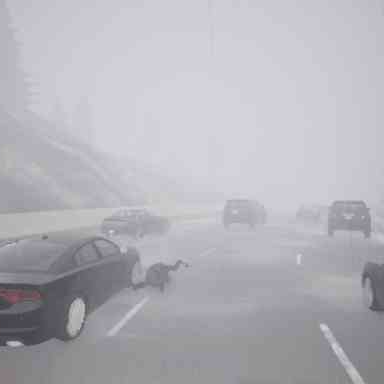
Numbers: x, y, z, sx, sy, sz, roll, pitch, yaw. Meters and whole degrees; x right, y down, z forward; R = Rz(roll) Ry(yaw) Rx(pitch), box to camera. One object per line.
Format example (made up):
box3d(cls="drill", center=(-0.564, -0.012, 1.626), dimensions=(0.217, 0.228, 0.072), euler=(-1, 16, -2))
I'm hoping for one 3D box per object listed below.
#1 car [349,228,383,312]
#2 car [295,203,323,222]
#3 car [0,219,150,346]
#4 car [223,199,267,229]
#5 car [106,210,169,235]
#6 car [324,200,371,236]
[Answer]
box3d(cls="car", center=(4.195, 1.552, 4.881), dimensions=(1.882, 1.535, 5.008), euler=(0, -2, 8))
box3d(cls="car", center=(10.845, 1.947, 31.060), dimensions=(1.812, 1.442, 4.674), euler=(0, -1, 26))
box3d(cls="car", center=(-2.519, 1.568, 6.752), dimensions=(1.882, 1.535, 5.008), euler=(0, -1, 8))
box3d(cls="car", center=(4.062, 1.549, 25.024), dimensions=(2.150, 2.045, 5.566), euler=(0, -1, 25))
box3d(cls="car", center=(-2.926, 1.716, 18.237), dimensions=(2.128, 1.511, 4.902), euler=(0, -1, 23))
box3d(cls="car", center=(9.426, 1.500, 20.021), dimensions=(2.150, 2.045, 5.566), euler=(0, -1, 25))
